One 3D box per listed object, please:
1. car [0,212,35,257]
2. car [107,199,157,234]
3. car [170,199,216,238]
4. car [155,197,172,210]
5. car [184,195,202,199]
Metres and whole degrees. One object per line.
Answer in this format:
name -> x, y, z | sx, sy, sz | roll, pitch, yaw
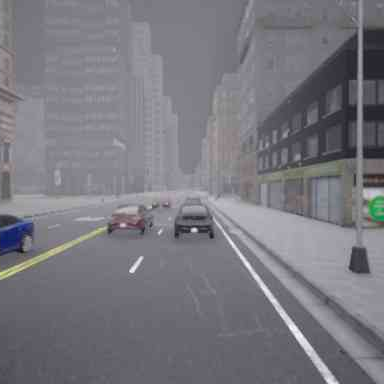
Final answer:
car -> -6.585, 1.361, 9.951 | 1.882, 1.535, 5.008 | 0, 1, 0
car -> -3.167, 1.318, 17.580 | 1.812, 1.442, 4.674 | 0, 1, 0
car -> 0.097, 1.311, 16.470 | 1.837, 1.490, 4.892 | 0, 1, 0
car -> -3.156, 1.177, 35.967 | 1.895, 1.301, 4.718 | 0, 1, 0
car -> 0.095, 1.046, 37.692 | 2.128, 1.511, 4.902 | 0, 1, 0
